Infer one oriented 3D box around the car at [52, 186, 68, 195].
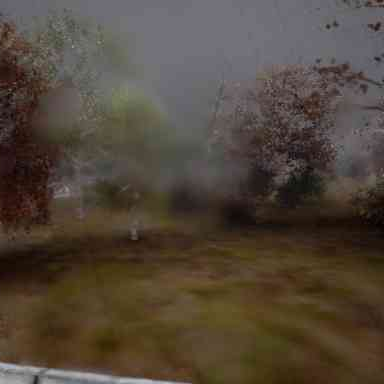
[{"bbox_3d":[-34.506,-0.434,85.295,2.435,2.045,5.566,-1,3,29],"label":"car"}]
